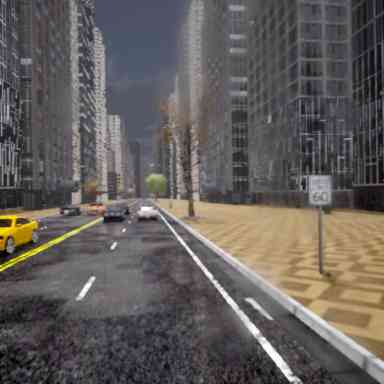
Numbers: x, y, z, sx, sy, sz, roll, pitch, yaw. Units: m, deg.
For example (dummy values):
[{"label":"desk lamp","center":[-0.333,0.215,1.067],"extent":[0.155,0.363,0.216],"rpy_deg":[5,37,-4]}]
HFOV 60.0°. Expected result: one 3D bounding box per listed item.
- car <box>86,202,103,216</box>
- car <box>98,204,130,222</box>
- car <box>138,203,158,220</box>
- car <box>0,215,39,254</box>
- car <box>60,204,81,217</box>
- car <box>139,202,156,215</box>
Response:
[{"label":"car","center":[-12.647,2.150,44.159],"extent":[2.097,1.767,4.553],"rpy_deg":[-1,-1,-8]},{"label":"car","center":[-7.538,2.099,32.496],"extent":[2.033,1.411,5.357],"rpy_deg":[-1,-1,-8]},{"label":"car","center":[-4.461,2.103,33.580],"extent":[1.895,1.301,4.718],"rpy_deg":[-1,-1,-7]},{"label":"car","center":[-8.633,1.840,15.219],"extent":[1.882,1.535,5.008],"rpy_deg":[-1,-1,-8]},{"label":"car","center":[-15.854,2.349,43.643],"extent":[2.128,1.511,4.902],"rpy_deg":[-1,-1,-8]},{"label":"car","center":[-5.884,2.148,43.840],"extent":[2.128,1.511,4.902],"rpy_deg":[-1,-1,-7]}]
